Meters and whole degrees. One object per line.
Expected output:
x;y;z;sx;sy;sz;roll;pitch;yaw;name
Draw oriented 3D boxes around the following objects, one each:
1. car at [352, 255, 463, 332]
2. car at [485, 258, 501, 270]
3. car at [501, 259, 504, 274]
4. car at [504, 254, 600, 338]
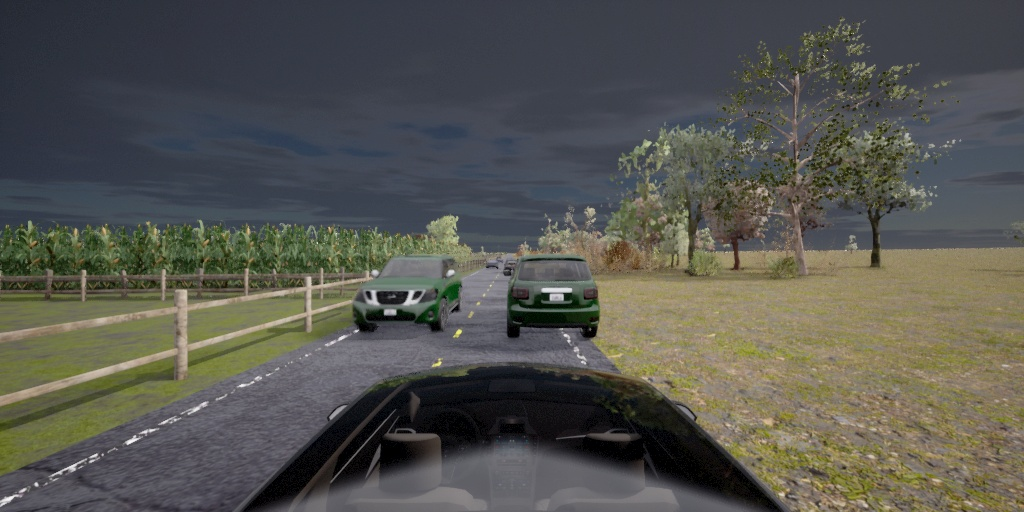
-2.868;0.971;11.191;2.150;2.045;5.566;0;0;0;car
-2.942;1.263;53.720;2.033;1.411;5.357;0;0;0;car
0.012;1.235;43.075;1.837;1.490;4.892;0;0;0;car
0.947;0.975;10.326;2.150;2.045;5.566;0;0;0;car
